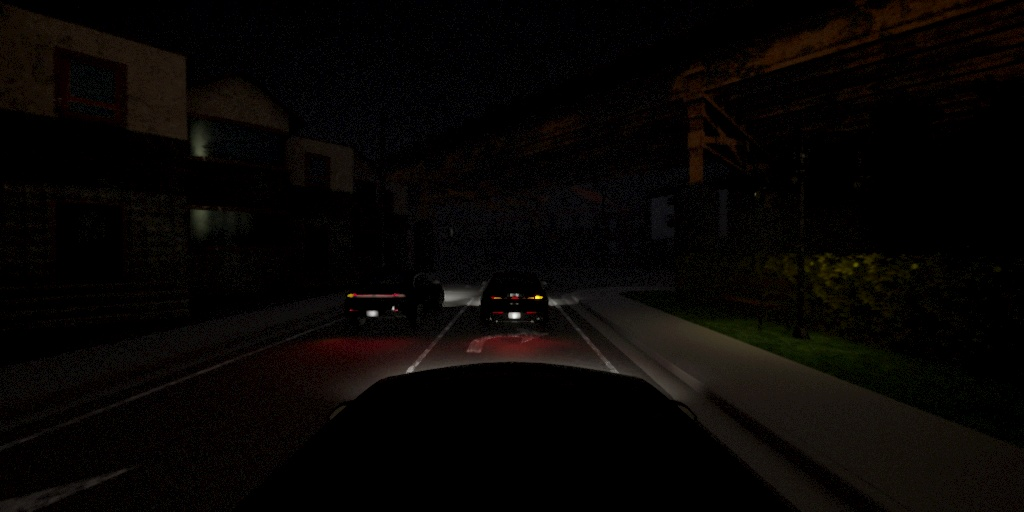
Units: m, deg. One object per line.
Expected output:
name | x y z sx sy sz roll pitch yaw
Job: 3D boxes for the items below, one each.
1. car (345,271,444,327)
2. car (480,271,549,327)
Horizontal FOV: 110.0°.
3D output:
car | -3.424 1.193 11.249 2.128 1.511 4.902 0 0 0
car | 0.077 1.206 11.252 1.837 1.490 4.892 0 0 0
